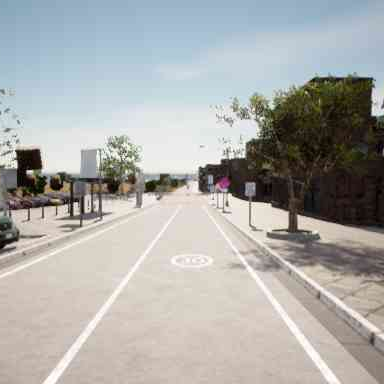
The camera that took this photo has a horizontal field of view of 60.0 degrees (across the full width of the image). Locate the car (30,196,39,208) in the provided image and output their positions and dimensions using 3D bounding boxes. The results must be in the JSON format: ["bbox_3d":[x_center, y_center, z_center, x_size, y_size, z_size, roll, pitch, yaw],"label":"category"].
[{"bbox_3d":[-22.111,1.346,40.929,5.008,1.535,2.097,0,0,0],"label":"car"}]

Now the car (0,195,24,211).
[{"bbox_3d":[-22.132,1.226,38.153,4.553,1.767,2.185,0,0,0],"label":"car"}]

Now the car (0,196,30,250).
[{"bbox_3d":[-8.956,1.164,11.284,5.566,2.045,2.435,0,0,0],"label":"car"}]

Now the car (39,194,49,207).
[{"bbox_3d":[-22.102,1.342,43.704,4.892,1.521,2.231,0,0,0],"label":"car"}]

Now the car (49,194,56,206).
[{"bbox_3d":[-22.141,1.366,46.478,4.792,1.488,2.163,0,0,0],"label":"car"}]

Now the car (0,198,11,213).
[{"bbox_3d":[-22.095,1.397,35.377,4.674,1.452,2.002,0,0,0],"label":"car"}]

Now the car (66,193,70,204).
[{"bbox_3d":[-22.149,1.357,52.030,4.792,1.488,2.163,0,0,0],"label":"car"}]

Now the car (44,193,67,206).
[{"bbox_3d":[-21.930,1.329,49.253,5.366,1.575,1.946,0,0,0],"label":"car"}]
